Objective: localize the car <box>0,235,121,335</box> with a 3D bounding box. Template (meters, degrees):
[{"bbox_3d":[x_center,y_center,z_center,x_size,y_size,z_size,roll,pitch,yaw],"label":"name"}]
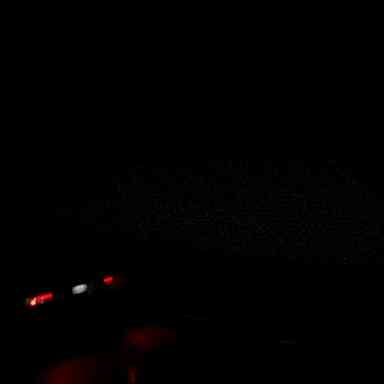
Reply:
[{"bbox_3d":[-3.813,1.602,6.718,5.357,1.411,2.033,-1,0,36],"label":"car"}]
